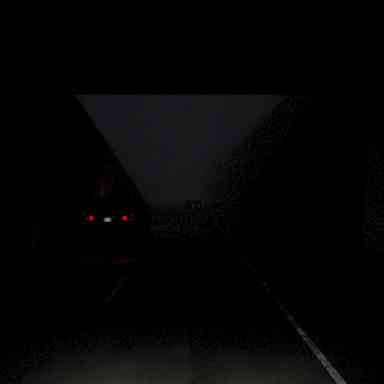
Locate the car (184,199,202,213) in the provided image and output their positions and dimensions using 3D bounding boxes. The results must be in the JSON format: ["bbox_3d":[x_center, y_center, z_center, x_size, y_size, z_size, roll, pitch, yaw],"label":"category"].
[{"bbox_3d":[0.106,1.548,37.824,2.033,1.411,5.357,0,0,0],"label":"car"}]

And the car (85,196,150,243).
[{"bbox_3d":[-3.396,1.222,16.134,2.150,2.045,5.566,0,0,0],"label":"car"}]
